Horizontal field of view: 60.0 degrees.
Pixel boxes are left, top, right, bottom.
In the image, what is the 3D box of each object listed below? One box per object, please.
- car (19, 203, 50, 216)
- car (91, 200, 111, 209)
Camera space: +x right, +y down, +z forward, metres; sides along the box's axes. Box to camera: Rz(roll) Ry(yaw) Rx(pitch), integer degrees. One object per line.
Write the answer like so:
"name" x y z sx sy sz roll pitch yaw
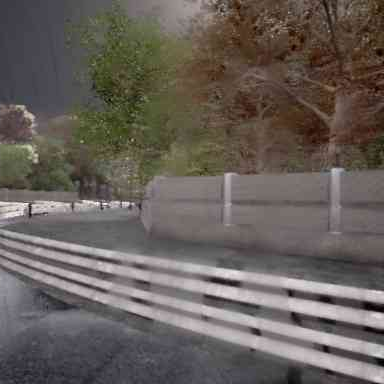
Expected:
"car" -17.706 1.966 37.590 1.994 1.385 4.181 1 -1 1
"car" -15.912 2.108 58.496 2.097 1.767 4.553 1 -1 7
